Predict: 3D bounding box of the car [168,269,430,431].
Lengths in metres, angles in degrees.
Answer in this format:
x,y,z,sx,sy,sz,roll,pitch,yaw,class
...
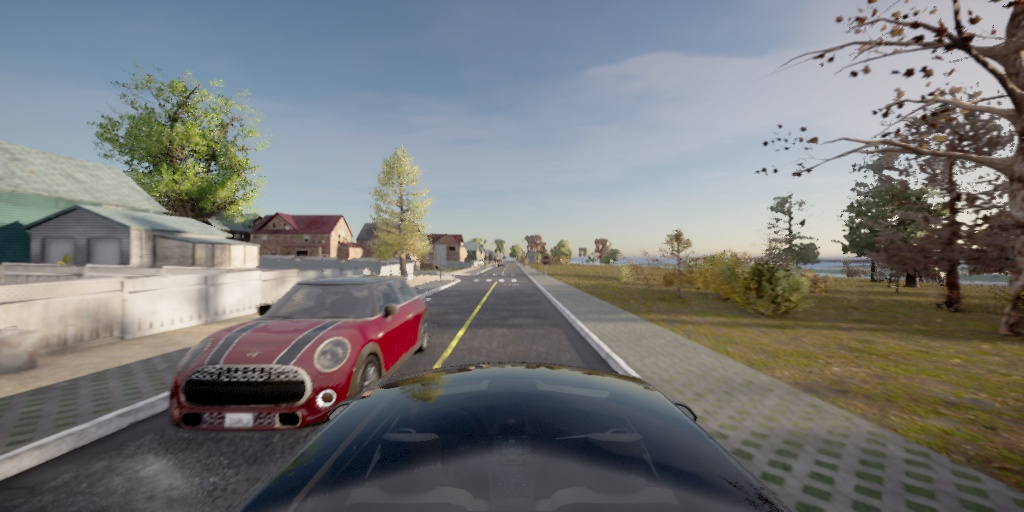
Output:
x,y,z,sx,sy,sz,roll,pitch,yaw,class
-2.850,1.143,5.996,2.097,1.767,4.553,0,-1,0,car
